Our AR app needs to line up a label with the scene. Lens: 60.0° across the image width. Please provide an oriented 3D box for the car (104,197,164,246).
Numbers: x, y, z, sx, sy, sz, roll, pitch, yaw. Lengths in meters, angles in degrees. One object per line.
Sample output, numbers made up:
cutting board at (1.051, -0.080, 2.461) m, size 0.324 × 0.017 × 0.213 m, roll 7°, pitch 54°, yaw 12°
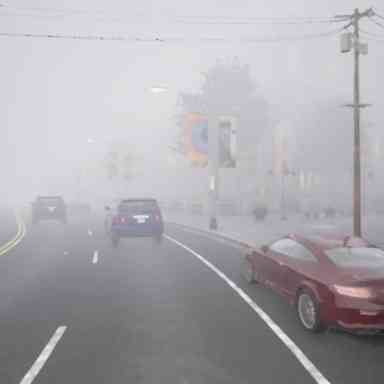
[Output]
car at (-2.890, 1.250, 15.898) m, size 2.150 × 2.045 × 5.566 m, roll 0°, pitch 0°, yaw -18°

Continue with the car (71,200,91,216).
car at (-11.693, 1.556, 33.897) m, size 1.882 × 1.535 × 5.008 m, roll 0°, pitch 0°, yaw -29°

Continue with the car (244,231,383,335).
car at (2.508, 1.520, 6.739) m, size 2.002 × 1.452 × 4.674 m, roll 0°, pitch 0°, yaw -9°

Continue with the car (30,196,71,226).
car at (-10.681, 1.286, 24.732) m, size 2.150 × 2.045 × 5.566 m, roll 0°, pitch 0°, yaw -27°
